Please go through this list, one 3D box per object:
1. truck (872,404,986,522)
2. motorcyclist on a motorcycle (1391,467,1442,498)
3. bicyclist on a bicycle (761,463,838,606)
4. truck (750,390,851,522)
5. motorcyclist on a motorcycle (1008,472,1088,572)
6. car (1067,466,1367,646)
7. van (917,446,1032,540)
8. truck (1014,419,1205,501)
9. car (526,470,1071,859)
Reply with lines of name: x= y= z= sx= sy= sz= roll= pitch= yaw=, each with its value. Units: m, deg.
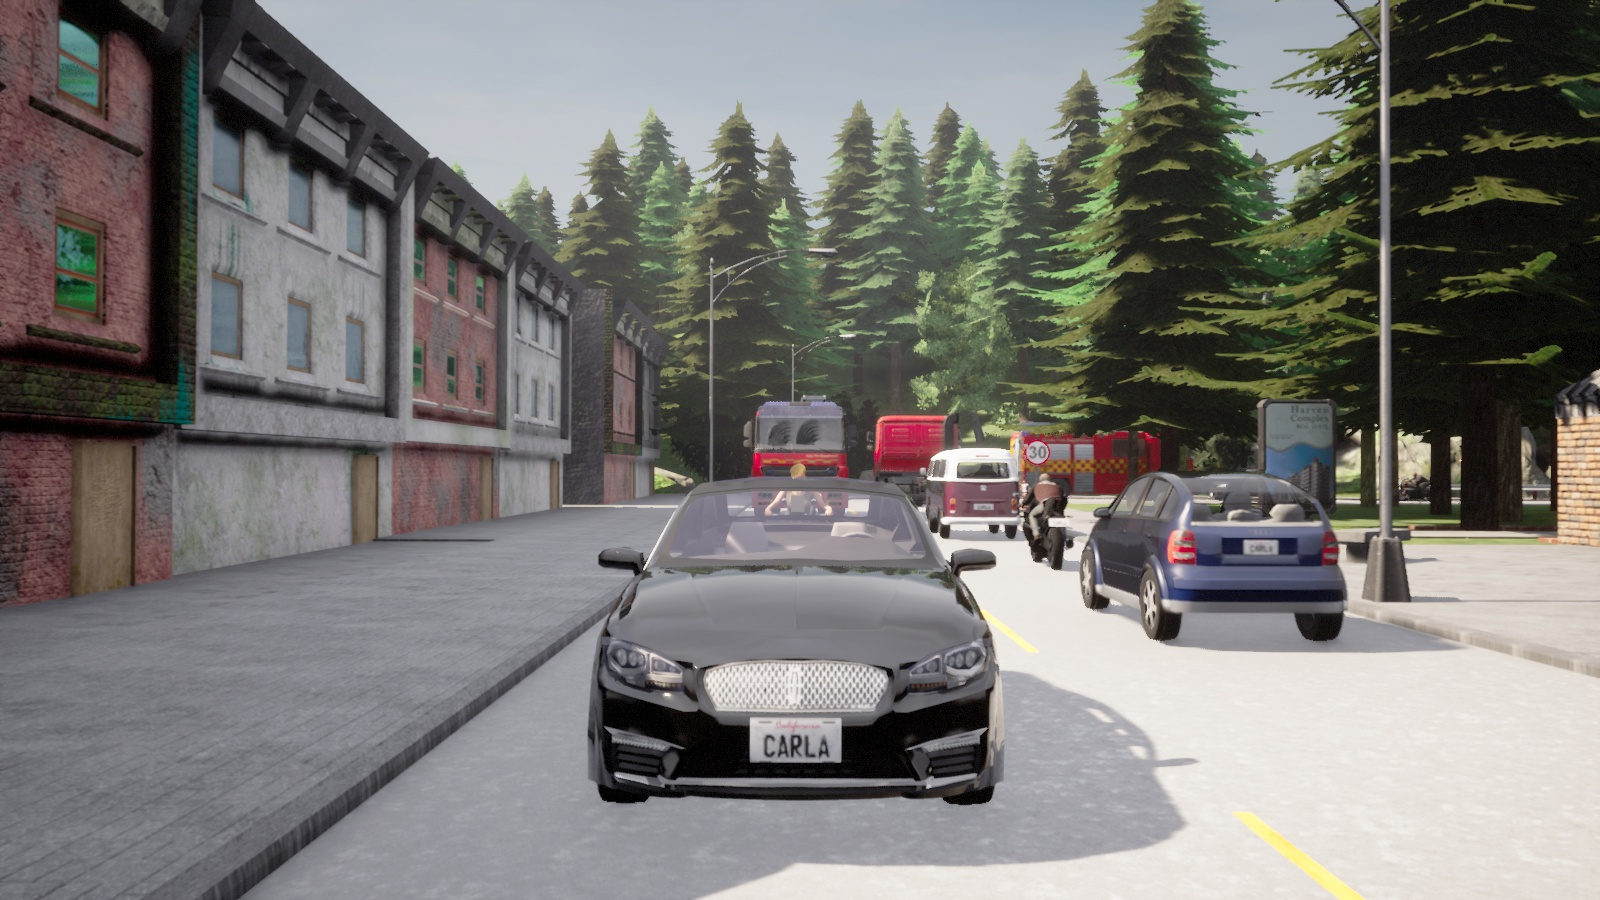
truck: x=4.008 y=0.415 z=40.897 sx=2.891 sy=3.462 sz=7.936 roll=0 pitch=-1 yaw=0
motorcyclist on a motorcycle: x=31.275 y=1.656 z=63.725 sx=2.191 sy=1.530 sz=0.866 roll=0 pitch=-1 yaw=0
bicyclist on a bicycle: x=-0.007 y=0.967 z=14.932 sx=0.866 sy=1.612 sz=1.509 roll=0 pitch=-1 yaw=0
truck: x=-0.008 y=0.243 z=40.645 sx=2.891 sy=3.827 sz=8.468 roll=0 pitch=-1 yaw=0
motorcyclist on a motorcycle: x=3.998 y=1.130 z=20.443 sx=0.866 sy=1.530 sz=2.191 roll=0 pitch=-1 yaw=0
car: x=3.993 y=0.956 z=12.701 sx=1.789 sy=1.549 sz=3.705 roll=0 pitch=-1 yaw=0
van: x=4.003 y=0.955 z=29.523 sx=2.069 sy=2.038 sz=4.480 roll=0 pitch=0 yaw=0
truck: x=14.877 y=0.478 z=60.718 sx=8.468 sy=3.827 sz=2.891 roll=0 pitch=-1 yaw=-3
car: x=-0.008 y=0.876 z=7.369 sx=2.128 sy=1.511 sz=4.902 roll=0 pitch=-1 yaw=0
